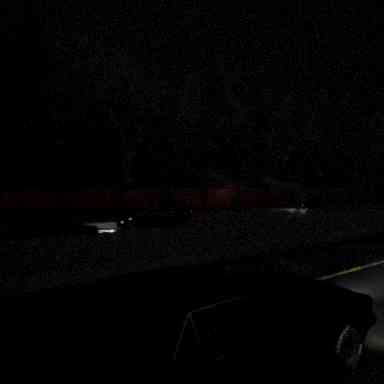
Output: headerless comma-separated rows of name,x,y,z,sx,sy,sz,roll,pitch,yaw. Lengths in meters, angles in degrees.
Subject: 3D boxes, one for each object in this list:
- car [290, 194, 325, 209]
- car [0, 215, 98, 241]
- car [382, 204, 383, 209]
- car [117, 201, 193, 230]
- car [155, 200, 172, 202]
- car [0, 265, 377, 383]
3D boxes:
car,13.724,1.003,39.596,4.553,1.767,2.097,-1,1,-35
car,-6.128,1.579,12.521,4.718,1.301,1.895,-1,0,-36
car,19.446,1.183,30.783,4.674,1.442,1.812,0,0,-35
car,-2.242,1.468,19.598,4.181,1.385,1.994,-1,0,-36
car,-2.215,1.383,23.920,4.892,1.490,1.837,-1,0,-36
car,0.135,1.578,3.844,4.718,1.301,1.895,-1,0,-36
